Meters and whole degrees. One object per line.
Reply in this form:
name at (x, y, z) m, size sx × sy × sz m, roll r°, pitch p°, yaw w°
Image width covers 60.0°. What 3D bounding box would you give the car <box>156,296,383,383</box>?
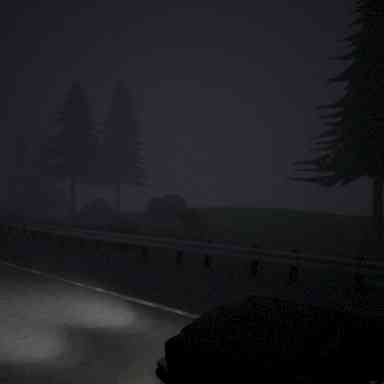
car at (1.990, 1.603, 2.603) m, size 4.718 × 1.301 × 1.895 m, roll 0°, pitch 0°, yaw 36°
